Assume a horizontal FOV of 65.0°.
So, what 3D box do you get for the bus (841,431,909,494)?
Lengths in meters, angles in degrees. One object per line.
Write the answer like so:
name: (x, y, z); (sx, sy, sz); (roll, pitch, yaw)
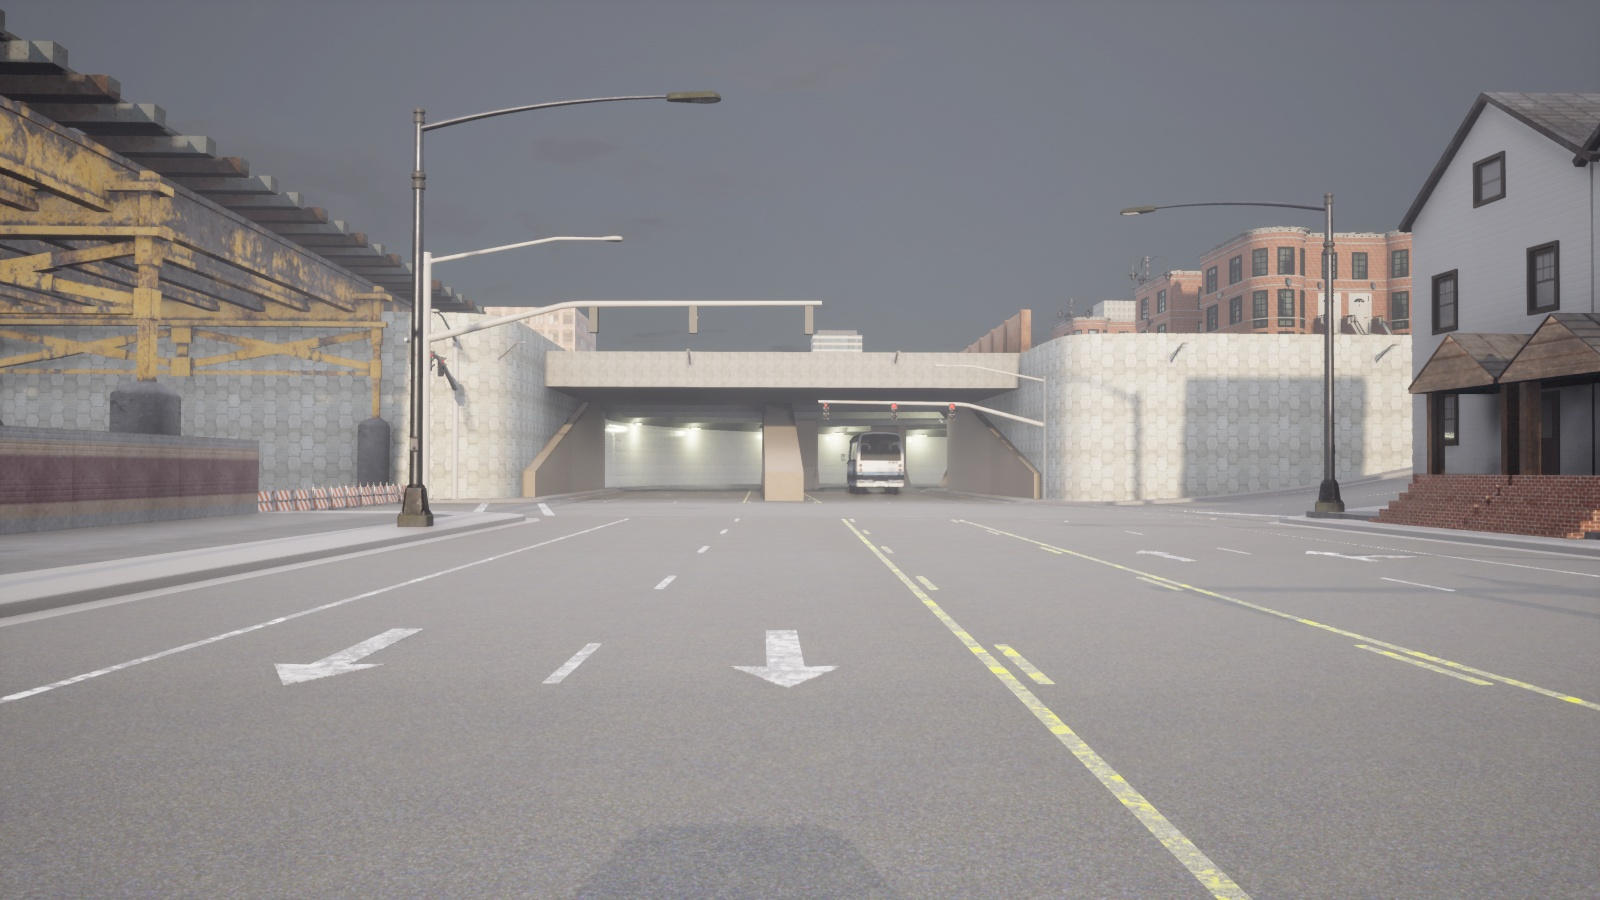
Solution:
bus: (5.271, 0.932, 90.430); (3.944, 4.253, 10.273); (0, -1, -2)
